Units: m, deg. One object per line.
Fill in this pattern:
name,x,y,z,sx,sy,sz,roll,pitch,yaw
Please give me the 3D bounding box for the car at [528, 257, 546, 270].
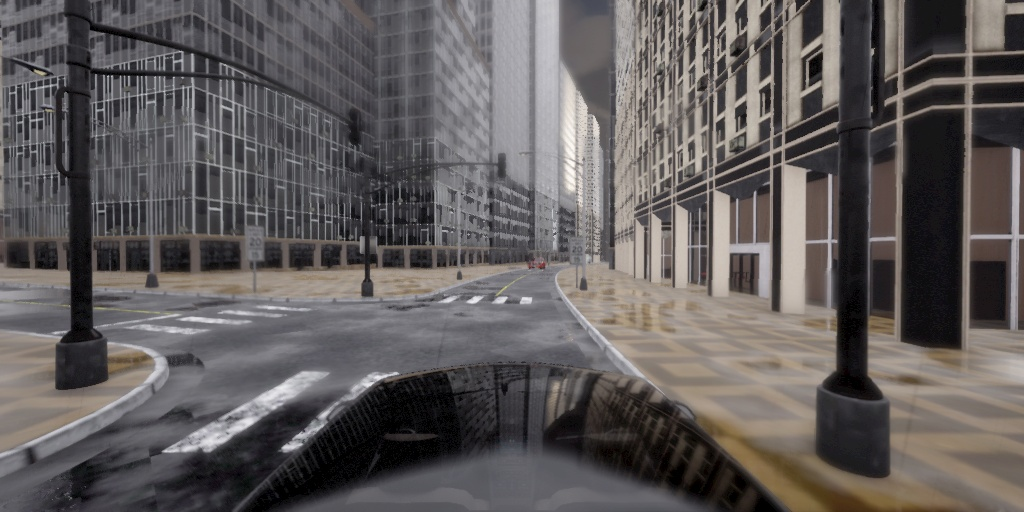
car,4.111,1.261,58.277,2.150,2.045,5.566,0,0,14
